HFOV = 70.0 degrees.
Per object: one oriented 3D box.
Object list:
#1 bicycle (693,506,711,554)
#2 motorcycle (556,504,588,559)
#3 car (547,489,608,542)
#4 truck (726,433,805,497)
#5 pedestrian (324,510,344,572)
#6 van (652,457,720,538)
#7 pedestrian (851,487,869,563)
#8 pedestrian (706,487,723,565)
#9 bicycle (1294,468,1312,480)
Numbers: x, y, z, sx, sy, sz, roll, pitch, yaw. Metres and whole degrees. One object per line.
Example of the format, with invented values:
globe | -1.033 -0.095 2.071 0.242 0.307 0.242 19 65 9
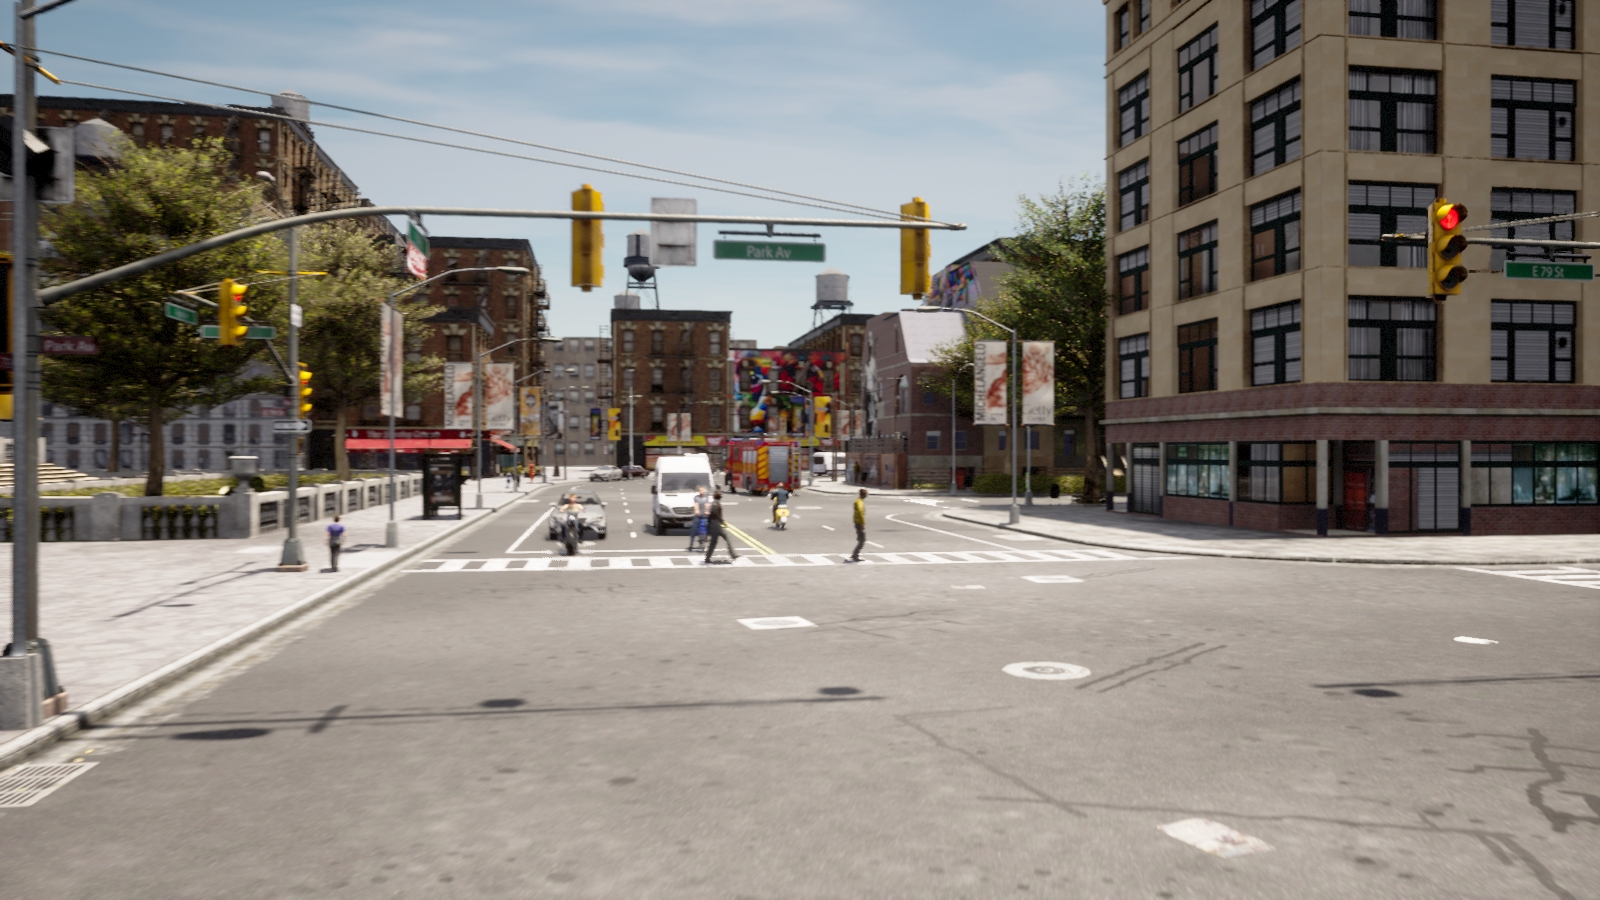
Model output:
bicycle | -2.725 2.205 31.625 0.373 1.196 1.643 0 0 -9
motorcycle | -6.123 2.167 30.775 0.764 1.277 2.356 0 0 -9
car | -7.147 2.062 36.951 1.816 1.474 4.193 0 0 -9
truck | -2.326 0.892 73.415 2.891 3.827 8.468 0 0 -17
pedestrian | -10.086 1.970 24.746 0.375 1.300 0.375 0 0 -17
van | -4.066 1.532 39.812 1.988 2.561 5.915 0 0 -9
pedestrian | 1.481 1.850 28.293 0.375 1.860 0.375 0 0 -8
pedestrian | -2.096 1.848 27.888 0.375 1.860 0.375 0 0 1
bicycle | 47.207 2.287 107.179 0.859 1.080 1.487 0 -2 -7
